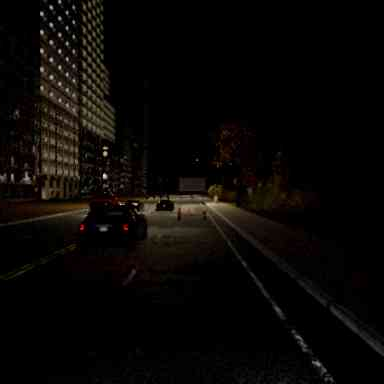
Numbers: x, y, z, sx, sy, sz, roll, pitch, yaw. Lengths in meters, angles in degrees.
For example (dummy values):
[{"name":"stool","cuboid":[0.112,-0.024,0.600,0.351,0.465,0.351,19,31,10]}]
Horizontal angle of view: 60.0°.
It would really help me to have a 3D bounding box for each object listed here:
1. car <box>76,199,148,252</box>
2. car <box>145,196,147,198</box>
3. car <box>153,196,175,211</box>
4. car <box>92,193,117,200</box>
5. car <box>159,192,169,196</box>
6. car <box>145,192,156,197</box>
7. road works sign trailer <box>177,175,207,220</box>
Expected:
[{"name":"car","cuboid":[-3.149,1.336,13.958,2.097,1.767,4.553,0,0,0]},{"name":"car","cuboid":[-6.579,1.510,37.576,2.033,1.411,5.357,0,0,0]},{"name":"car","cuboid":[-3.148,1.525,39.767,1.994,1.385,4.181,0,0,0]},{"name":"car","cuboid":[-9.827,1.184,37.450,2.150,2.045,5.566,0,0,0]},{"name":"car","cuboid":[-6.494,0.777,78.668,2.150,2.045,5.566,0,0,0]},{"name":"car","cuboid":[-9.744,0.777,78.668,2.150,2.045,5.566,0,0,0]},{"name":"road works sign trailer","cuboid":[0.002,0.437,26.752,2.380,3.560,2.880,0,0,0]}]
